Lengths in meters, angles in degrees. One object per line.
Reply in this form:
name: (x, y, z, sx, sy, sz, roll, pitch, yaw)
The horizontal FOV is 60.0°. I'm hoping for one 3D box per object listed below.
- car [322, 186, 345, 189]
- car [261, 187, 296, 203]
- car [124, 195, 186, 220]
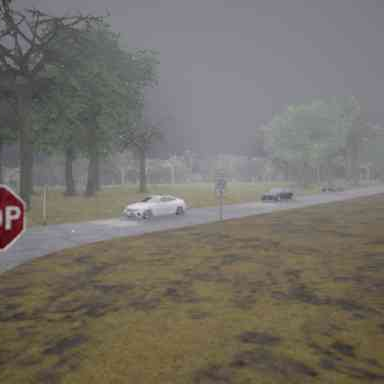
car: (20.089, -0.673, 47.039, 2.033, 1.411, 5.357, 1, 3, 42)
car: (9.117, 0.235, 34.956, 1.882, 1.535, 5.008, 1, 3, 42)
car: (-2.343, 0.947, 22.195, 1.812, 1.442, 4.674, 1, 3, 42)
